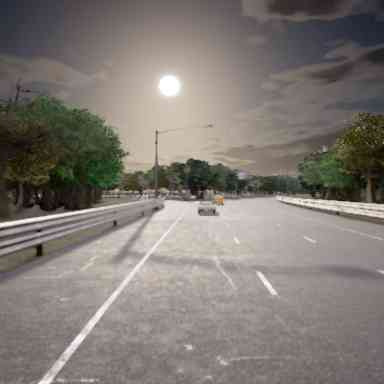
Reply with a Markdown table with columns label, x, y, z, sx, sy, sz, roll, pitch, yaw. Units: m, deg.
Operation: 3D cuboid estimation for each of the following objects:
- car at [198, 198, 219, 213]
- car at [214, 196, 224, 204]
| label | x | y | z | sx | sy | sz | roll | pitch | yaw |
| --- | --- | --- | --- | --- | --- | --- | --- | --- | --- |
| car | 1.739 | 1.604 | 36.997 | 1.895 | 1.301 | 4.718 | 0 | 0 | 5 |
| car | 5.179 | 1.486 | 63.938 | 1.882 | 1.535 | 5.008 | 0 | 0 | 9 |
